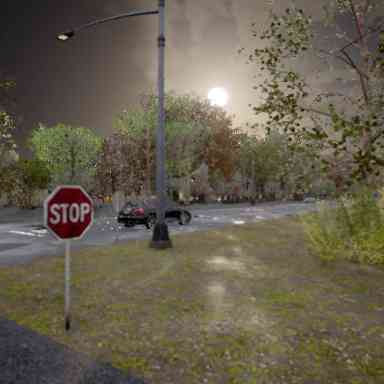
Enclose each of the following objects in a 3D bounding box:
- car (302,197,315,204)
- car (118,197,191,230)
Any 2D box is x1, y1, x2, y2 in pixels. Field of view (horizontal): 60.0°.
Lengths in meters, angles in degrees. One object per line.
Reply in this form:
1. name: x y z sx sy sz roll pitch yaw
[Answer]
1. car: 25.348 1.893 72.103 1.837 1.490 4.892 0 0 36
2. car: -2.332 1.319 21.988 2.150 2.045 5.566 0 0 36
